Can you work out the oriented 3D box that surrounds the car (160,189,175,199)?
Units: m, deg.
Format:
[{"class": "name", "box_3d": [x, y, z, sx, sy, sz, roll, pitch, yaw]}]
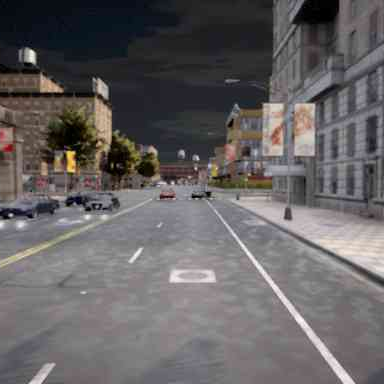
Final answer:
[{"class": "car", "box_3d": [-3.448, 0.191, 46.962, 1.994, 1.385, 4.181, 0, 2, -1]}]

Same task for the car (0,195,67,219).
[{"class": "car", "box_3d": [-10.512, 0.889, 21.967, 2.033, 1.411, 5.357, 0, 2, 0]}]

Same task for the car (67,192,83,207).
[{"class": "car", "box_3d": [-10.487, 0.653, 31.953, 1.895, 1.301, 4.718, 0, 2, 0]}]

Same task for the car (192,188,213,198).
[{"class": "car", "box_3d": [1.562, 0.177, 47.658, 1.994, 1.385, 4.181, 1, 2, 23]}]

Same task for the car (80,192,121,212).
[{"class": "car", "box_3d": [-6.897, 0.827, 26.156, 1.994, 1.385, 4.181, 0, 2, 0]}]
